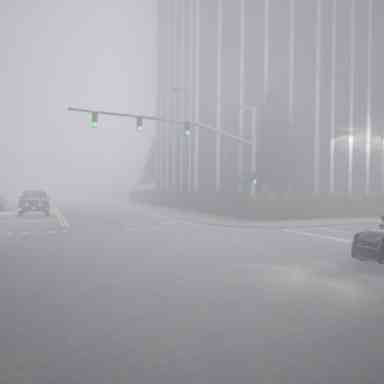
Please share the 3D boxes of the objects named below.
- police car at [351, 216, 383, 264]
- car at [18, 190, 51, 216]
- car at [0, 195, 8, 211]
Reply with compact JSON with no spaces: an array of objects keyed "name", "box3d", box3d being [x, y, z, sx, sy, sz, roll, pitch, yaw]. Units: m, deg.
[{"name":"police car","box3d":[7.278,1.422,10.576,5.238,1.638,1.930,0,1,-25]},{"name":"car","box3d":[-13.096,0.841,27.721,2.150,2.045,5.566,0,1,-24]},{"name":"car","box3d":[-18.680,1.028,31.540,1.837,1.490,4.892,0,1,-24]}]
